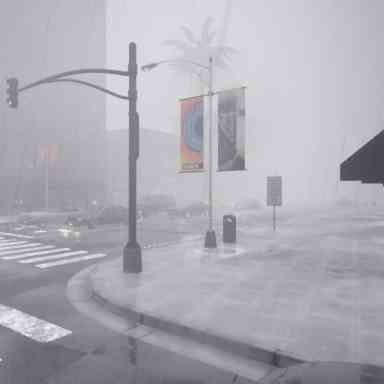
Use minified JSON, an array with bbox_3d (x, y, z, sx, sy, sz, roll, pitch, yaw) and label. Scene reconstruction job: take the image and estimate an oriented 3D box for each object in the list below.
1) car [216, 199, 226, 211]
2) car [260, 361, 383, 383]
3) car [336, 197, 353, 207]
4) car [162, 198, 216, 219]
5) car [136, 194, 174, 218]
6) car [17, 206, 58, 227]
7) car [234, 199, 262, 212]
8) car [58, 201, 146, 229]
[{"bbox_3d":[2.202,1.528,39.332,1.882,1.535,5.008,0,0,35],"label":"car"},{"bbox_3d":[2.173,1.551,1.296,4.403,1.369,2.008,0,0,36],"label":"car"},{"bbox_3d":[24.756,1.619,54.043,2.128,1.511,4.902,0,0,35],"label":"car"},{"bbox_3d":[-0.170,1.515,30.353,1.882,1.535,5.008,0,0,35],"label":"car"},{"bbox_3d":[-3.720,1.252,30.962,2.150,2.045,5.566,0,0,35],"label":"car"},{"bbox_3d":[-9.356,1.615,22.989,1.895,1.301,4.718,0,0,35],"label":"car"},{"bbox_3d":[6.884,1.555,40.328,2.128,1.511,4.902,0,0,35],"label":"car"},{"bbox_3d":[-5.836,1.568,22.328,2.033,1.411,5.357,0,0,35],"label":"car"}]
